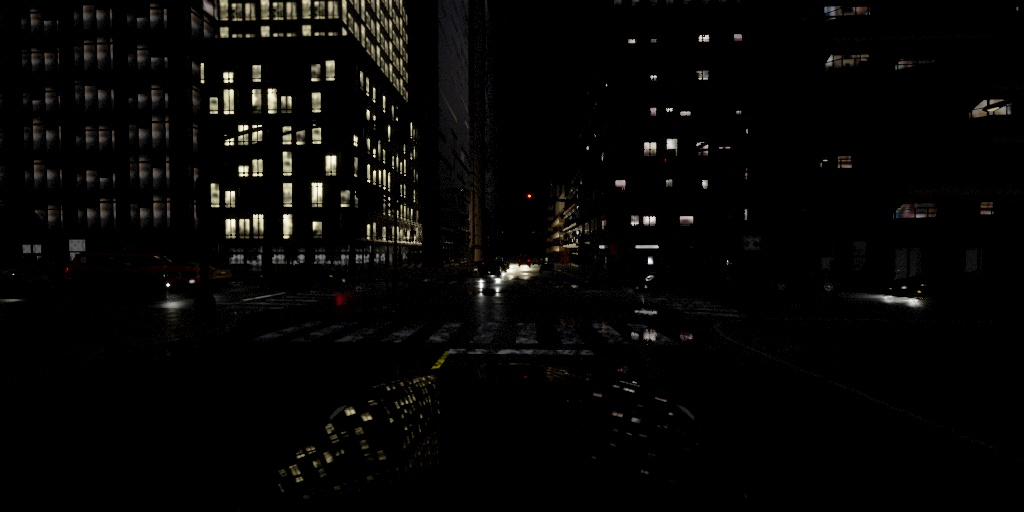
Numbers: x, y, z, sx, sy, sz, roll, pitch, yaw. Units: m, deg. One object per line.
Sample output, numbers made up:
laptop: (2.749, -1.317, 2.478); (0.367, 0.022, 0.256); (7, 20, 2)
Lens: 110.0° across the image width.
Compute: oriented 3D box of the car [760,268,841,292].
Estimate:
car: (16.976, 1.375, 21.483); (4.403, 1.370, 2.007); (0, 0, 3)

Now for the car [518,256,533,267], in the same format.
car: (2.207, 0.955, 63.523); (2.150, 2.045, 5.566); (0, 0, 2)

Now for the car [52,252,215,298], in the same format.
car: (-18.151, 0.846, 17.378); (5.566, 2.045, 2.150); (1, 1, 3)

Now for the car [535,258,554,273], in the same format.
car: (4.072, 1.288, 42.411); (2.007, 1.370, 4.403); (0, 0, 2)

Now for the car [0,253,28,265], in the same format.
car: (-27.860, 0.893, 17.852); (4.553, 1.767, 2.097); (0, 1, 3)

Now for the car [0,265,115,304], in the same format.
car: (-19.868, 1.204, 14.915); (4.403, 1.370, 2.007); (0, 0, 3)

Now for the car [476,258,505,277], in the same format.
car: (-1.984, 1.245, 34.777); (1.837, 1.490, 4.892); (0, 0, 2)

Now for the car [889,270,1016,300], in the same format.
car: (22.457, 1.477, 18.613); (4.181, 1.385, 1.994); (0, 1, 3)

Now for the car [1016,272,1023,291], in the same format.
car: (28.029, 1.461, 20.945); (4.507, 1.381, 1.888); (0, 0, 3)

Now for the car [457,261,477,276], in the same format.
car: (-4.505, 1.265, 36.880); (1.751, 1.417, 4.829); (0, 0, 2)

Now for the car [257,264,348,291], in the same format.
car: (-11.760, 1.157, 20.281); (4.674, 1.442, 1.812); (1, 1, 3)

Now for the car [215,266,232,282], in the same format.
car: (-20.960, 1.029, 23.292); (4.829, 1.417, 1.751); (0, 0, 3)

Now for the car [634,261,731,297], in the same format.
car: (9.030, 1.151, 19.263); (4.553, 1.767, 2.097); (1, 1, 3)

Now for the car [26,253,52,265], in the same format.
car: (-32.893, 0.712, 23.909); (5.009, 1.841, 2.192); (0, 0, 3)

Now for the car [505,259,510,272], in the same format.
car: (-1.636, 1.302, 44.674); (1.994, 1.385, 4.181); (0, 0, 2)
